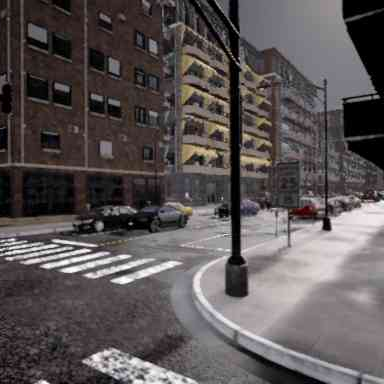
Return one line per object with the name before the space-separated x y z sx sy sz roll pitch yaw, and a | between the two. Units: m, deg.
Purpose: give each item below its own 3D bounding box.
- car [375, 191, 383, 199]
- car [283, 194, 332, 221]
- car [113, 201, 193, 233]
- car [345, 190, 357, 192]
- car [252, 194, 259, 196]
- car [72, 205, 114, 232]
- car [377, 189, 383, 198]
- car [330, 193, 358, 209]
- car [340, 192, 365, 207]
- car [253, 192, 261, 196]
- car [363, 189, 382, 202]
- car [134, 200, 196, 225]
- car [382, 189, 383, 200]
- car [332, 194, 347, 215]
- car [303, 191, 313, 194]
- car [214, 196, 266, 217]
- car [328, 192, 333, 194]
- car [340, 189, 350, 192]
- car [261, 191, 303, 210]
car | 37.004 0.570 64.951 1.887 1.381 4.507 0 1 35
car | 8.323 1.143 23.863 1.967 1.590 4.097 0 1 35
car | -2.083 1.452 19.088 1.994 1.385 4.181 -1 0 35
car | 27.564 0.819 55.969 1.895 1.301 4.718 -1 0 35
car | 4.659 1.241 33.255 1.887 1.381 4.507 0 1 35
car | -4.902 1.477 19.559 2.008 1.369 4.403 0 1 35
car | 40.189 0.266 69.513 2.192 1.841 5.009 0 1 35
car | 14.697 1.101 32.995 2.008 1.369 4.403 0 1 35
car | 17.981 0.998 37.699 1.752 1.417 4.829 0 1 35
car | 7.845 0.936 37.817 2.192 1.841 5.009 0 1 35
car | 27.443 0.564 51.252 2.192 1.841 5.009 0 1 35
car | -1.812 1.377 23.984 1.752 1.417 4.829 0 1 35
car | 33.817 0.651 60.386 2.008 1.369 4.403 0 1 35
car | 11.510 1.177 28.430 2.008 1.369 4.403 0 1 35
car | 17.404 0.709 51.512 2.192 1.841 5.009 0 1 35
car | 3.908 1.291 27.674 2.033 1.411 5.357 -1 0 35
car | 26.966 0.736 65.211 1.947 1.339 4.313 0 1 35
car | 36.524 0.262 78.903 2.192 1.841 5.009 0 1 35
car | 9.944 0.821 36.332 2.150 2.045 5.566 -1 0 35
